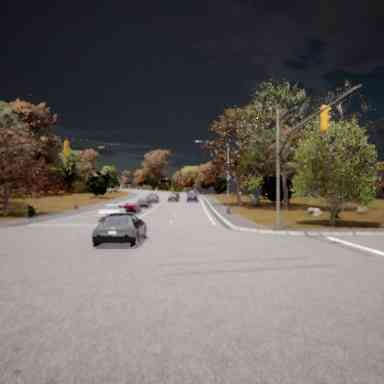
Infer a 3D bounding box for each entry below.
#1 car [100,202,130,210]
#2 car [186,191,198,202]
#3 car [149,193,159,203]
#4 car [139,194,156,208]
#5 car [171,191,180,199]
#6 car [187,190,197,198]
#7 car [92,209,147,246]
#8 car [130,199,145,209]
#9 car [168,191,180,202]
[{"bbox_3d":[-7.094,1.804,29.636,1.812,1.442,4.674,0,0,0],"label":"car"},{"bbox_3d":[0.022,0.879,61.177,2.097,1.767,4.553,0,2,0],"label":"car"},{"bbox_3d":[-6.978,0.980,58.555,2.097,1.767,4.553,0,2,0],"label":"car"},{"bbox_3d":[-7.019,1.544,48.405,2.033,1.411,5.357,0,2,1],"label":"car"},{"bbox_3d":[-3.592,0.631,71.622,1.837,1.490,4.892,0,2,-3],"label":"car"},{"bbox_3d":[-0.069,0.455,71.348,1.882,1.535,5.008,0,2,-3],"label":"car"},{"bbox_3d":[-3.393,1.726,16.178,1.994,1.385,4.181,0,-1,0],"label":"car"},{"bbox_3d":[-7.074,1.816,38.661,1.895,1.301,4.718,0,1,0],"label":"car"},{"bbox_3d":[-3.478,1.035,61.654,1.812,1.442,4.674,0,2,0],"label":"car"}]
